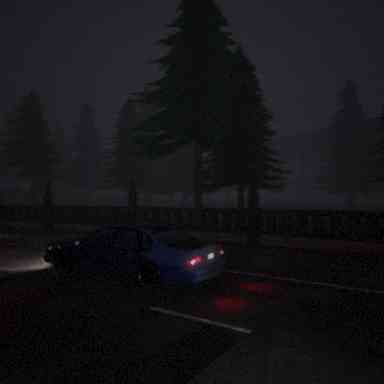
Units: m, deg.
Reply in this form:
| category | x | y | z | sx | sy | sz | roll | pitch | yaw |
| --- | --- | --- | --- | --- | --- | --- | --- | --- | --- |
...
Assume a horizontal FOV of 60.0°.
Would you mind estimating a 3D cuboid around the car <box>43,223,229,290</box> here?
| category | x | y | z | sx | sy | sz | roll | pitch | yaw |
| --- | --- | --- | --- | --- | --- | --- | --- | --- | --- |
| car | -1.698 | 1.562 | 9.078 | 5.357 | 1.411 | 2.033 | 0 | 0 | 31 |
